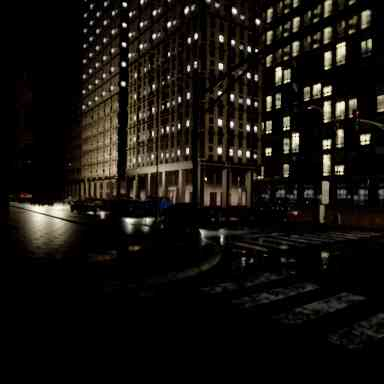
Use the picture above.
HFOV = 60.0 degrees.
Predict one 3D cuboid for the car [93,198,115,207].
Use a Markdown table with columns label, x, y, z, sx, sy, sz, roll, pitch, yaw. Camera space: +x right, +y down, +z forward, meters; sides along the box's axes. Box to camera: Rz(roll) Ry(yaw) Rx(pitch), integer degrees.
| label | x | y | z | sx | sy | sz | roll | pitch | yaw |
| --- | --- | --- | --- | --- | --- | --- | --- | --- | --- |
| car | -13.728 | 1.582 | 51.631 | 1.947 | 1.339 | 4.313 | 1 | -1 | -35 |

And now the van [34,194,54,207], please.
| label | x | y | z | sx | sy | sz | roll | pitch | yaw |
| --- | --- | --- | --- | --- | --- | --- | --- | --- | --- |
| van | -20.563 | 1.195 | 46.793 | 1.690 | 1.788 | 3.998 | 1 | -1 | -35 |

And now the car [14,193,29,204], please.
| label | x | y | z | sx | sy | sz | roll | pitch | yaw |
| --- | --- | --- | --- | --- | --- | --- | --- | --- | --- |
| car | -30.351 | 1.152 | 60.627 | 2.192 | 1.841 | 5.009 | 1 | -1 | -35 |

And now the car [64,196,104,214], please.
| label | x | y | z | sx | sy | sz | roll | pitch | yaw |
| --- | --- | --- | --- | --- | --- | --- | --- | --- | --- |
| car | -10.778 | 1.424 | 32.959 | 2.008 | 1.369 | 4.403 | 1 | -1 | -35 |

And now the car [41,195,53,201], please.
| label | x | y | z | sx | sy | sz | roll | pitch | yaw |
| --- | --- | --- | --- | --- | --- | --- | --- | --- | --- |
| car | -36.568 | 1.566 | 83.907 | 1.802 | 1.307 | 4.206 | 1 | -1 | -35 |

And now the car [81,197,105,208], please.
| label | x | y | z | sx | sy | sz | roll | pitch | yaw |
| --- | --- | --- | --- | --- | --- | --- | --- | --- | --- |
| car | -14.360 | 1.473 | 47.962 | 1.837 | 1.490 | 4.892 | 1 | -1 | -35 |

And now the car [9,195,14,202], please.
| label | x | y | z | sx | sy | sz | roll | pitch | yaw |
| --- | --- | --- | --- | --- | --- | --- | --- | --- | --- |
| car | -36.881 | 1.394 | 69.846 | 1.947 | 1.339 | 4.313 | 1 | -1 | -35 |

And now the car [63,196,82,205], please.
| label | x | y | z | sx | sy | sz | roll | pitch | yaw |
| --- | --- | --- | --- | --- | --- | --- | --- | --- | --- |
| car | -20.350 | 1.482 | 56.334 | 1.812 | 1.442 | 4.674 | 1 | -1 | -35 |

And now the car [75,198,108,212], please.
| label | x | y | z | sx | sy | sz | roll | pitch | yaw |
| --- | --- | --- | --- | --- | --- | --- | --- | --- | --- |
| car | -11.858 | 1.464 | 38.988 | 2.033 | 1.411 | 5.357 | 1 | -1 | -35 |

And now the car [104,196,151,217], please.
| label | x | y | z | sx | sy | sz | roll | pitch | yaw |
| --- | --- | --- | --- | --- | --- | --- | --- | --- | --- |
| car | -6.045 | 1.408 | 30.754 | 1.882 | 1.535 | 5.008 | 1 | -1 | -35 |

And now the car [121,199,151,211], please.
| label | x | y | z | sx | sy | sz | roll | pitch | yaw |
| --- | --- | --- | --- | --- | --- | --- | --- | --- | --- |
| car | -7.201 | 1.580 | 42.409 | 2.008 | 1.369 | 4.403 | 1 | -1 | -35 |

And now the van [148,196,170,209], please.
| label | x | y | z | sx | sy | sz | roll | pitch | yaw |
| --- | --- | --- | --- | --- | --- | --- | --- | --- | --- |
| van | -3.935 | 1.378 | 37.801 | 1.690 | 1.788 | 3.998 | 1 | -1 | -35 |

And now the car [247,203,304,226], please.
| label | x | y | z | sx | sy | sz | roll | pitch | yaw |
| --- | --- | --- | --- | --- | --- | --- | --- | --- | --- |
| car | 5.852 | 1.501 | 23.967 | 1.967 | 1.590 | 4.097 | 1 | -1 | -35 |

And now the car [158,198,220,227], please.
| label | x | y | z | sx | sy | sz | roll | pitch | yaw |
| --- | --- | --- | --- | --- | --- | --- | --- | --- | --- |
| car | -0.153 | 1.422 | 22.425 | 1.882 | 1.535 | 5.008 | 1 | -1 | -36 |

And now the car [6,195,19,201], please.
| label | x | y | z | sx | sy | sz | roll | pitch | yaw |
| --- | --- | --- | --- | --- | --- | --- | --- | --- | --- |
| car | -40.143 | 1.375 | 74.457 | 2.008 | 1.369 | 4.403 | 1 | -1 | -35 |

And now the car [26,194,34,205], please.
| label | x | y | z | sx | sy | sz | roll | pitch | yaw |
| --- | --- | --- | --- | --- | --- | --- | --- | --- | --- |
| car | -23.830 | 1.430 | 51.402 | 1.802 | 1.307 | 4.206 | 1 | -1 | -35 |
